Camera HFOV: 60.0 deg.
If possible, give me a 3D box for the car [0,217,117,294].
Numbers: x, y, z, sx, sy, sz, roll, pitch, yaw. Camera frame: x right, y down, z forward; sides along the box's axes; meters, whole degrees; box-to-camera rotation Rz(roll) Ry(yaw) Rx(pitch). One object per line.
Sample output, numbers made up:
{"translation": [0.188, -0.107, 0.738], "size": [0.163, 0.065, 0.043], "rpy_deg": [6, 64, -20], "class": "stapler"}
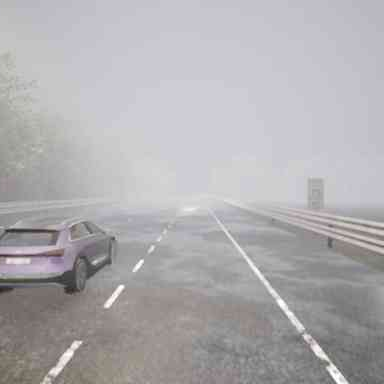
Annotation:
{"translation": [-3.410, 1.448, 8.861], "size": [2.033, 1.649, 4.856], "rpy_deg": [0, 0, 1], "class": "car"}
